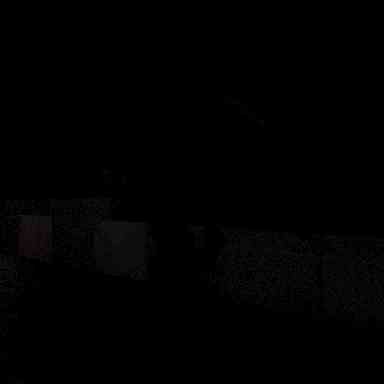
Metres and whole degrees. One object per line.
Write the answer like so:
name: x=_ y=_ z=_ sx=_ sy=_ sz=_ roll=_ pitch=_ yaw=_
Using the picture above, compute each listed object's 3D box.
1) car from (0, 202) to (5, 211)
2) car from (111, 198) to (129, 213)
car: x=-14.283 y=1.504 z=24.865 sx=2.128 sy=1.511 sz=4.902 roll=-3 pitch=-1 yaw=36
car: x=-7.122 y=1.339 z=34.597 sx=1.882 sy=1.535 sz=5.008 roll=-3 pitch=-1 yaw=36
